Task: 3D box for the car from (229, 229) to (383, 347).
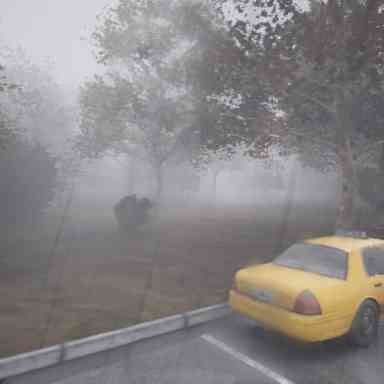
[{"bbox_3d":[3.187,1.494,6.322,5.366,1.575,1.946,0,0,-33],"label":"car"}]
